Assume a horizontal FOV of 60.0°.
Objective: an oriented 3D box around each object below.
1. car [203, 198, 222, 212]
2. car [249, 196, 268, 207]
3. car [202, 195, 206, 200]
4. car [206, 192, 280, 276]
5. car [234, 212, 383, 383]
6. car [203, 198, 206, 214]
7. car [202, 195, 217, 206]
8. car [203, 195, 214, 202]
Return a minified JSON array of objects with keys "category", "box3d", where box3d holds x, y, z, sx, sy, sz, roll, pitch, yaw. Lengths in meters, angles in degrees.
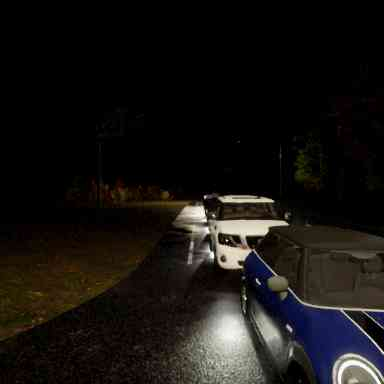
[{"category":"car","box3d":[2.200,1.409,36.661,1.895,1.301,4.718,0,0,1]},{"category":"car","box3d":[9.410,1.280,47.559,1.812,1.442,4.674,0,0,1]},{"category":"car","box3d":[2.055,1.322,29.357,1.882,1.535,5.008,0,0,1]},{"category":"car","box3d":[1.699,1.160,10.514,2.150,2.045,5.566,0,0,1]},{"category":"car","box3d":[1.937,1.338,4.168,2.097,1.767,4.553,0,0,0]},{"category":"car","box3d":[1.934,1.380,23.102,1.837,1.490,4.892,0,0,1]},{"category":"car","box3d":[2.502,1.233,49.694,2.128,1.511,4.902,0,0,2]},{"category":"car","box3d":[3.217,1.231,63.624,1.994,1.385,4.181,0,0,5]}]
